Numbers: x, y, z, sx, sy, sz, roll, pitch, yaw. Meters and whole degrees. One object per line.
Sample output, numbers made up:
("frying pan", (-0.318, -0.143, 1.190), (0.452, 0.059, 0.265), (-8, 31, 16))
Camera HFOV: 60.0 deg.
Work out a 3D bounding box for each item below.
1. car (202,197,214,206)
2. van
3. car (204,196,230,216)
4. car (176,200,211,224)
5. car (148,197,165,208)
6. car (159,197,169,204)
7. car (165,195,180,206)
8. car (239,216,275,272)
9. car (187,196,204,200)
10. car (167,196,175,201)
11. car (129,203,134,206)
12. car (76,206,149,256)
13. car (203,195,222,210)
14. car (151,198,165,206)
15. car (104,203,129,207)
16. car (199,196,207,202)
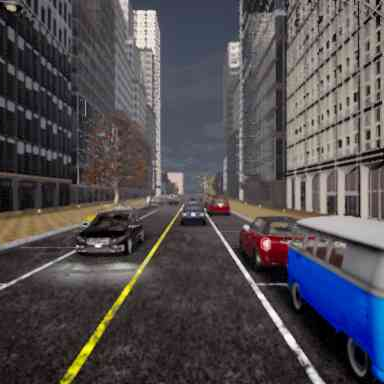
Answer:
("car", (2.691, 1.629, 56.550), (1.752, 1.417, 4.829), (0, 0, 0))
("van", (2.693, 1.354, 5.152), (1.690, 1.788, 3.998), (0, 0, 0))
("car", (2.693, 1.384, 33.612), (2.192, 1.841, 5.009), (0, 0, 0))
("car", (0.099, 1.601, 25.143), (2.033, 1.411, 5.357), (0, 0, 0))
("car", (-5.689, 1.647, 50.700), (2.008, 1.369, 4.403), (0, 0, 0))
("car", (-5.690, 1.700, 67.775), (1.802, 1.307, 4.206), (0, 0, 0))
("car", (-3.054, 1.705, 56.413), (1.895, 1.301, 4.718), (0, 0, 1))
("car", (2.693, 1.465, 10.843), (1.967, 1.590, 4.097), (0, 0, 0))
("car", (0.097, 1.512, 41.801), (2.033, 1.649, 4.856), (0, 0, 0))
("car", (-5.691, 1.685, 90.545), (1.887, 1.381, 4.507), (0, 0, 0))
("car", (-5.689, 1.610, 27.931), (2.008, 1.369, 4.403), (0, 0, 0))
("car", (-3.101, 1.536, 13.393), (1.837, 1.490, 4.892), (0, 0, 0))
("car", (2.692, 1.402, 44.997), (2.192, 1.841, 5.009), (0, 0, 0))
("car", (-5.690, 1.670, 56.392), (1.947, 1.339, 4.313), (0, 0, 0))
("car", (-5.688, 1.574, 22.067), (1.752, 1.417, 4.829), (0, 0, 0))
("car", (2.689, 1.700, 84.841), (1.947, 1.339, 4.313), (0, 0, 0))
